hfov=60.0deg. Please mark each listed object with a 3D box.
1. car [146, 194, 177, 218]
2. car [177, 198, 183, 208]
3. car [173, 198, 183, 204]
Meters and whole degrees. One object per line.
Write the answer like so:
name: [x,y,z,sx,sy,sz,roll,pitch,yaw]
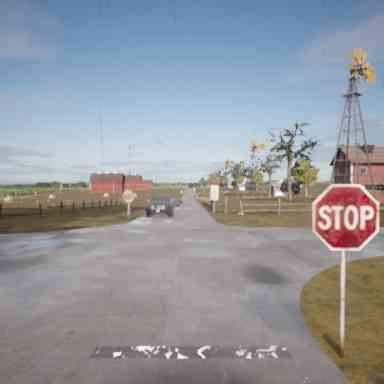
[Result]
car: [-2.831,1.233,30.300,2.150,2.045,5.566,0,0,0]
car: [-2.888,1.677,51.576,2.033,1.411,5.357,0,0,0]
car: [-2.935,1.923,70.382,1.895,1.301,4.718,0,-1,0]
